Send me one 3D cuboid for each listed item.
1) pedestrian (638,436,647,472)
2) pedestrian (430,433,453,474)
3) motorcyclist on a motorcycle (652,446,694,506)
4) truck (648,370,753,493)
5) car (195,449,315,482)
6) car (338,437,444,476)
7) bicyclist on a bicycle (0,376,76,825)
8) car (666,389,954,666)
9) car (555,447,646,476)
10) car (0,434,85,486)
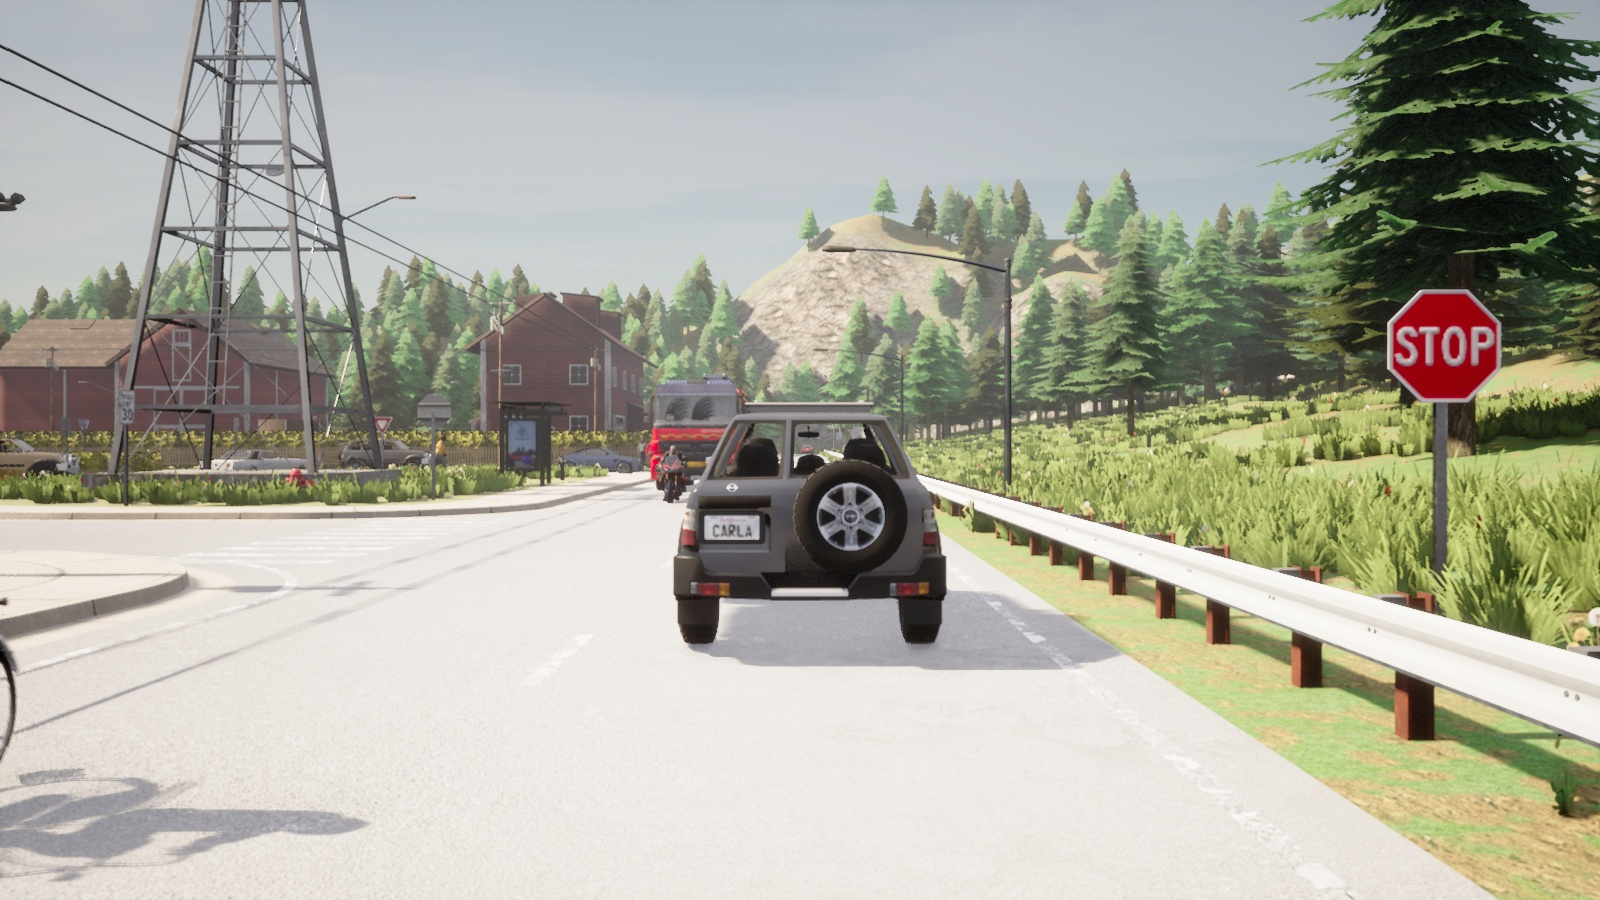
[{"bbox_3d":[-8.528,0.199,67.956,0.423,1.949,0.788,0,0,-11],"label":"pedestrian"},{"bbox_3d":[-16.348,0.165,57.287,0.900,1.855,0.874,0,0,-10],"label":"pedestrian"},{"bbox_3d":[-3.301,0.650,32.858,0.866,1.530,2.191,0,0,0],"label":"motorcyclist on a motorcycle"},{"bbox_3d":[-3.243,-0.589,43.076,2.891,3.827,8.468,0,0,0],"label":"truck"},{"bbox_3d":[-22.658,0.624,52.422,1.895,1.301,4.718,0,0,18],"label":"car"},{"bbox_3d":[-20.041,0.306,61.652,4.605,1.855,1.932,0,0,0],"label":"car"},{"bbox_3d":[-3.496,0.597,4.583,0.659,1.776,1.843,0,0,0],"label":"bicyclist on a bicycle"},{"bbox_3d":[0.075,0.520,10.718,1.932,1.855,4.605,0,0,0],"label":"car"},{"bbox_3d":[-9.775,0.561,61.669,4.181,1.385,1.994,0,0,-1],"label":"car"},{"bbox_3d":[-28.697,0.362,45.454,4.605,1.855,1.932,0,0,-17],"label":"car"}]
